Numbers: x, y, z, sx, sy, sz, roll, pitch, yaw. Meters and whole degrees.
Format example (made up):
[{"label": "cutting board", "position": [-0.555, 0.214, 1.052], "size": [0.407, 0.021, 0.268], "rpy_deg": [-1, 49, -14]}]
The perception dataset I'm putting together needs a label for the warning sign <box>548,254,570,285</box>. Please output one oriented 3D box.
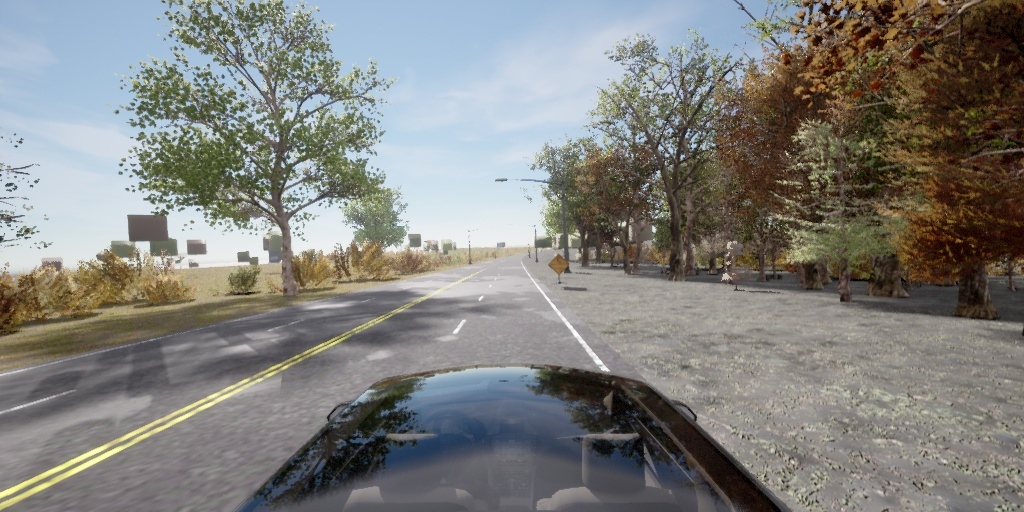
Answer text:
[{"label": "warning sign", "position": [2.891, 0.799, 21.832], "size": [1.300, 1.860, 1.060], "rpy_deg": [0, 0, 0]}]
